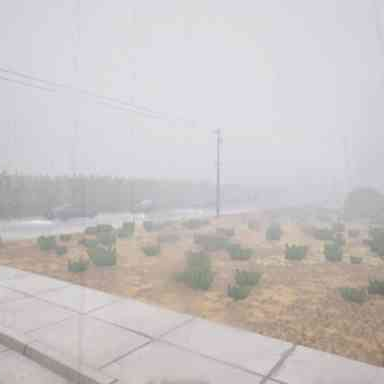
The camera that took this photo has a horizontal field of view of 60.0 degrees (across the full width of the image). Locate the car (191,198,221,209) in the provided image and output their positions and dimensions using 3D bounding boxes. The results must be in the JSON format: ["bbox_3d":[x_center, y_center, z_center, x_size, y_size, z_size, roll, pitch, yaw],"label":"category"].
[{"bbox_3d":[1.952,1.507,44.941,2.033,1.411,5.357,0,0,33],"label":"car"}]

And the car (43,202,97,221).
[{"bbox_3d":[-9.718,1.527,26.794,1.994,1.385,4.181,0,0,33],"label":"car"}]

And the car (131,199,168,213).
[{"bbox_3d":[-4.355,1.488,35.117,1.812,1.442,4.674,0,0,33],"label":"car"}]
